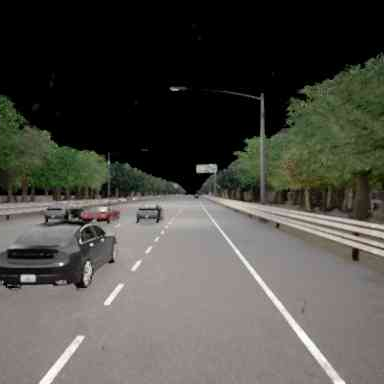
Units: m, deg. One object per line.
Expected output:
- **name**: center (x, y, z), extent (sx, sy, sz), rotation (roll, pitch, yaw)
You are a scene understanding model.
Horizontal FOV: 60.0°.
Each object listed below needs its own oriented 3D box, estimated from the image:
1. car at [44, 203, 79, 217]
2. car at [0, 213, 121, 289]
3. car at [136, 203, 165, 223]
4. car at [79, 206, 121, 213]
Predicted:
- **car**: center (-10.351, 1.654, 27.263), extent (2.128, 1.511, 4.902), rotation (0, 0, 0)
- **car**: center (-3.392, 1.558, 9.315), extent (1.837, 1.490, 4.892), rotation (0, 0, 0)
- **car**: center (-3.352, 1.655, 27.258), extent (2.128, 1.511, 4.902), rotation (0, 0, 0)
- **car**: center (-6.857, 1.754, 25.820), extent (1.895, 1.301, 4.718), rotation (0, 0, 0)
